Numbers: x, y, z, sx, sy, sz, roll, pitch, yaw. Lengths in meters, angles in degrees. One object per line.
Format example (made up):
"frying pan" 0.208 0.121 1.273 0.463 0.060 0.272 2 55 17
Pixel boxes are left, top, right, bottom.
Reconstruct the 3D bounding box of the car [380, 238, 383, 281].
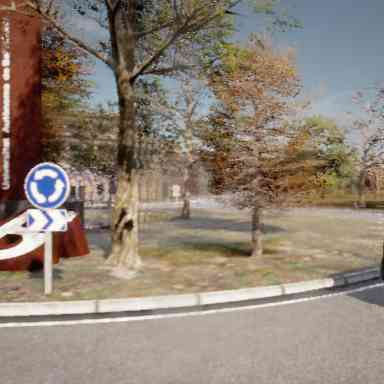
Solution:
"car" 6.371 1.202 7.235 5.566 2.045 2.150 0 1 -33
